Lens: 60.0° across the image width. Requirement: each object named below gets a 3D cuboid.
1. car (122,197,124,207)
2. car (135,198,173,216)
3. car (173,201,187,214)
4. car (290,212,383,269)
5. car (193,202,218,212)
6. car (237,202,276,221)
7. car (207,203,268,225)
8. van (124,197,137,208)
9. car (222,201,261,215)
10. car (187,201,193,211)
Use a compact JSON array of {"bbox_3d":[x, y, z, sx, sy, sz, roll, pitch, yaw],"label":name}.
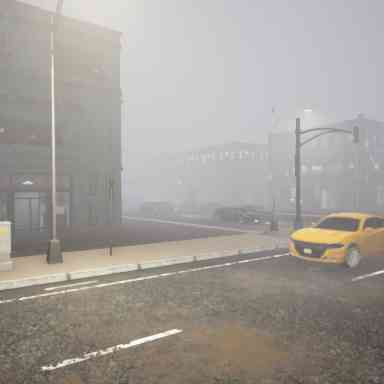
[{"bbox_3d":[-13.626,1.939,65.384,2.192,1.841,5.009,-1,0,-35],"label":"car"},{"bbox_3d":[-4.416,1.845,37.971,1.967,1.590,4.097,-1,0,-35],"label":"car"},{"bbox_3d":[-3.237,1.890,40.810,2.128,1.511,4.902,-1,0,-35],"label":"car"},{"bbox_3d":[5.385,1.476,11.399,5.008,1.535,1.882,0,1,-38],"label":"car"},{"bbox_3d":[2.416,1.903,42.830,1.802,1.307,4.206,-2,0,-35],"label":"car"},{"bbox_3d":[5.223,1.794,28.904,1.994,1.385,4.181,-1,0,-35],"label":"car"},{"bbox_3d":[3.529,1.814,26.592,1.947,1.339,4.313,-2,0,-35],"label":"car"},{"bbox_3d":[-10.418,1.906,60.874,1.690,1.788,3.998,-1,0,-35],"label":"van"},{"bbox_3d":[5.623,1.809,38.318,2.008,1.369,4.403,-2,0,-35],"label":"car"},{"bbox_3d":[-0.790,1.965,47.340,1.802,1.307,4.206,-2,0,-35],"label":"car"}]
